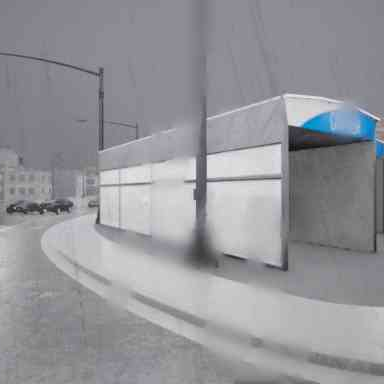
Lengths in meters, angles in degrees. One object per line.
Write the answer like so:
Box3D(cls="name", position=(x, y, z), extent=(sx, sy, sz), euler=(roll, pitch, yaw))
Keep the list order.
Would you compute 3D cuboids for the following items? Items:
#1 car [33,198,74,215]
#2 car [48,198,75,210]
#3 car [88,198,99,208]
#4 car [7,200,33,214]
Box3D(cls="car", position=(-14.101, 1.505, 34.469), extent=(1.837, 1.490, 4.892), euler=(0, 0, 1))
Box3D(cls="car", position=(-17.652, 1.537, 45.310), extent=(2.033, 1.411, 5.357), euler=(0, 0, -6))
Box3D(cls="car", position=(-12.816, 1.552, 47.428), extent=(1.994, 1.385, 4.181), euler=(0, 0, 25))
Box3D(cls="car", position=(-17.579, 1.564, 35.206), extent=(1.994, 1.385, 4.181), euler=(0, 0, 3))
